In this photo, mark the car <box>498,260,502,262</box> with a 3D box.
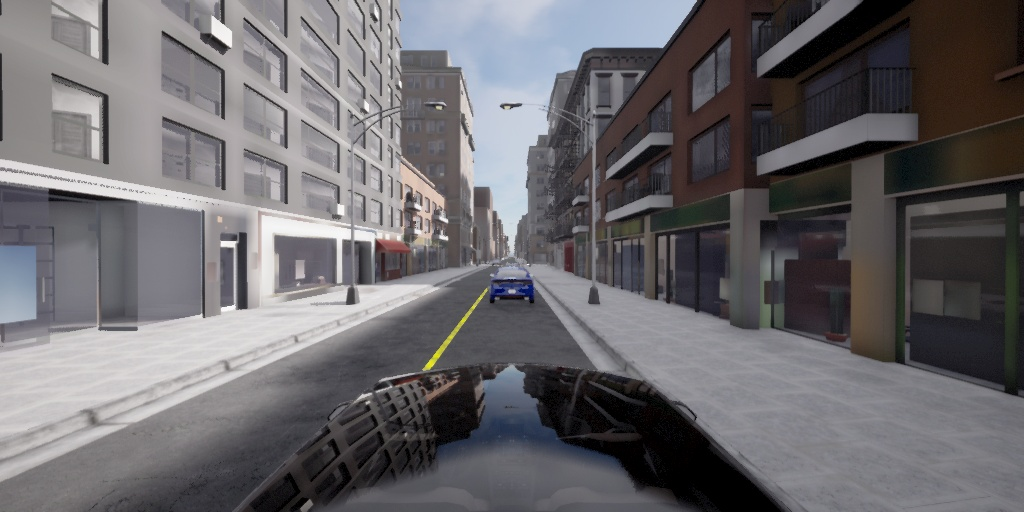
[{"bbox_3d":[0.000,1.328,31.502,2.033,1.411,5.357,0,0,0],"label":"car"}]

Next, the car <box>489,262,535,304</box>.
[{"bbox_3d":[0.000,1.237,16.501,1.882,1.535,5.008,0,0,0],"label":"car"}]
